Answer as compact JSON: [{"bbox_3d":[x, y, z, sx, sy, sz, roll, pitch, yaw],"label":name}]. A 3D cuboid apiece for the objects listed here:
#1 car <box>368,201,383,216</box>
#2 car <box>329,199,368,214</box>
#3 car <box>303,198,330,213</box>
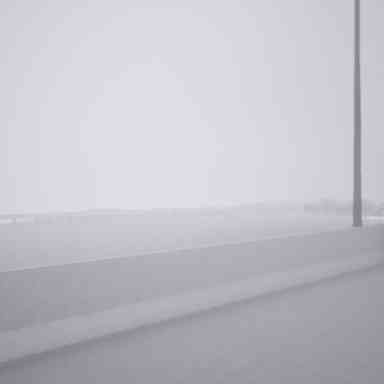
[{"bbox_3d":[17.909,1.482,29.471,4.181,1.385,1.994,0,0,-35],"label":"car"},{"bbox_3d":[15.882,1.410,32.324,5.008,1.535,1.882,0,0,-35],"label":"car"},{"bbox_3d":[13.854,1.390,35.177,5.008,1.535,1.882,0,0,-35],"label":"car"}]
